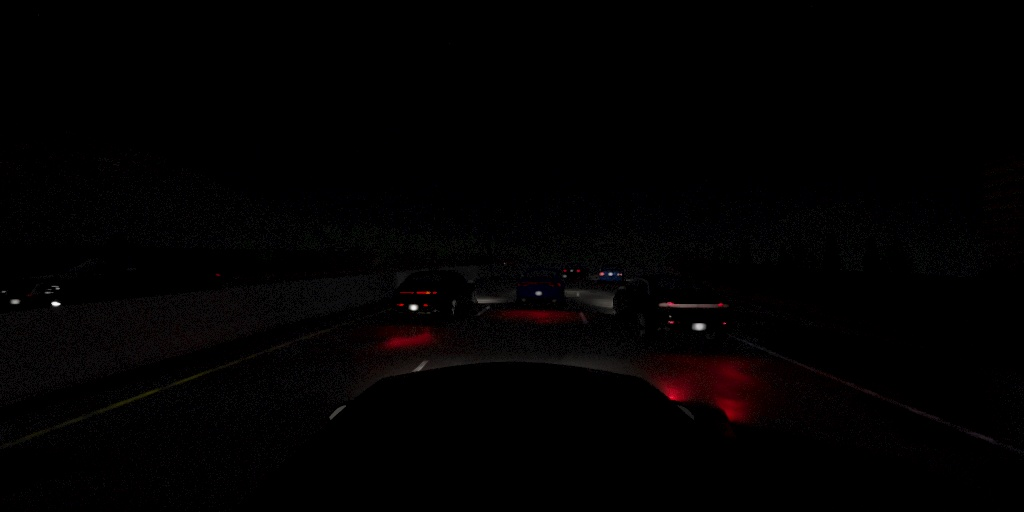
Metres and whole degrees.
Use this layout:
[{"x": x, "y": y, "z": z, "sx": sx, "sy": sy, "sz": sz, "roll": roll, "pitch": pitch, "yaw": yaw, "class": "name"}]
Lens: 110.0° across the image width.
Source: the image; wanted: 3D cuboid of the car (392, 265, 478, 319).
[{"x": -2.572, "y": 1.248, "z": 12.821, "sx": 1.837, "sy": 1.490, "sz": 4.892, "roll": 0, "pitch": 0, "yaw": 7, "class": "car"}]

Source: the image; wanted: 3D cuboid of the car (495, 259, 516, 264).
[{"x": -1.039, "y": 1.182, "z": 54.201, "sx": 2.097, "sy": 1.767, "sz": 4.553, "roll": 0, "pitch": 0, "yaw": 21, "class": "car"}]

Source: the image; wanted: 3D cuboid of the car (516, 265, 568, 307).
[{"x": 1.374, "y": 1.243, "z": 15.858, "sx": 1.882, "sy": 1.535, "sz": 5.008, "roll": 0, "pitch": 0, "yaw": 9, "class": "car"}]

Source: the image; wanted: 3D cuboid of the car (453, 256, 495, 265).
[{"x": -4.094, "y": 0.973, "z": 36.685, "sx": 2.150, "sy": 2.045, "sz": 5.566, "roll": 0, "pitch": 0, "yaw": 20, "class": "car"}]

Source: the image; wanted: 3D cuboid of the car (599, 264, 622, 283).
[{"x": 7.781, "y": 1.354, "z": 27.908, "sx": 2.033, "sy": 1.411, "sz": 5.357, "roll": 0, "pitch": 0, "yaw": 18, "class": "car"}]

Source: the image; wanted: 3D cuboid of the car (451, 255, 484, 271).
[{"x": -6.197, "y": 0.954, "z": 50.649, "sx": 2.150, "sy": 2.045, "sz": 5.566, "roll": 0, "pitch": 0, "yaw": 22, "class": "car"}]

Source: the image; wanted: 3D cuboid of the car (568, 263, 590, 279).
[{"x": 6.060, "y": 1.349, "z": 33.564, "sx": 2.033, "sy": 1.411, "sz": 5.357, "roll": 0, "pitch": 0, "yaw": 20, "class": "car"}]

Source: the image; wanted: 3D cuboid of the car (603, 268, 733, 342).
[{"x": 4.119, "y": 1.268, "z": 9.914, "sx": 2.128, "sy": 1.511, "sz": 4.902, "roll": 0, "pitch": 0, "yaw": 5, "class": "car"}]

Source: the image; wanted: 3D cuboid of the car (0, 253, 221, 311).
[{"x": -13.384, "y": 0.908, "z": 12.615, "sx": 2.150, "sy": 2.045, "sz": 5.566, "roll": 0, "pitch": 0, "yaw": 6, "class": "car"}]
